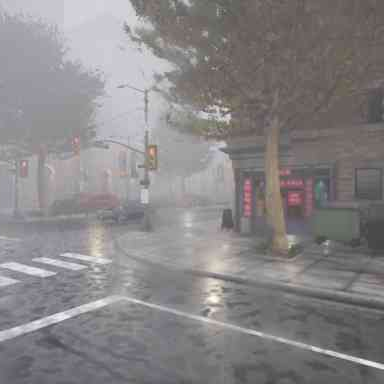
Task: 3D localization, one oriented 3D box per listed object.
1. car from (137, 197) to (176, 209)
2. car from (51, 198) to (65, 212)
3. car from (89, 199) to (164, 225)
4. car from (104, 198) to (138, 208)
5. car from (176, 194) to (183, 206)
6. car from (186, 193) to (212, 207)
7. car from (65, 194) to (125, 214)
[{"bbox_3d":[-4.677,1.526,44.158,1.812,1.442,4.674,0,0,36],"label":"car"},{"bbox_3d":[-13.261,1.221,38.247,2.150,2.045,5.566,0,0,36],"label":"car"},{"bbox_3d":[-4.646,1.491,24.281,2.128,1.511,4.902,0,0,36],"label":"car"},{"bbox_3d":[-10.186,1.595,47.892,1.895,1.301,4.718,0,0,36],"label":"car"},{"bbox_3d":[-0.919,1.221,55.329,2.150,2.045,5.566,0,0,36],"label":"car"},{"bbox_3d":[1.266,1.352,52.373,2.097,1.767,4.553,0,0,36],"label":"car"},{"bbox_3d":[-10.422,1.221,36.201,2.150,2.045,5.566,0,0,36],"label":"car"}]
